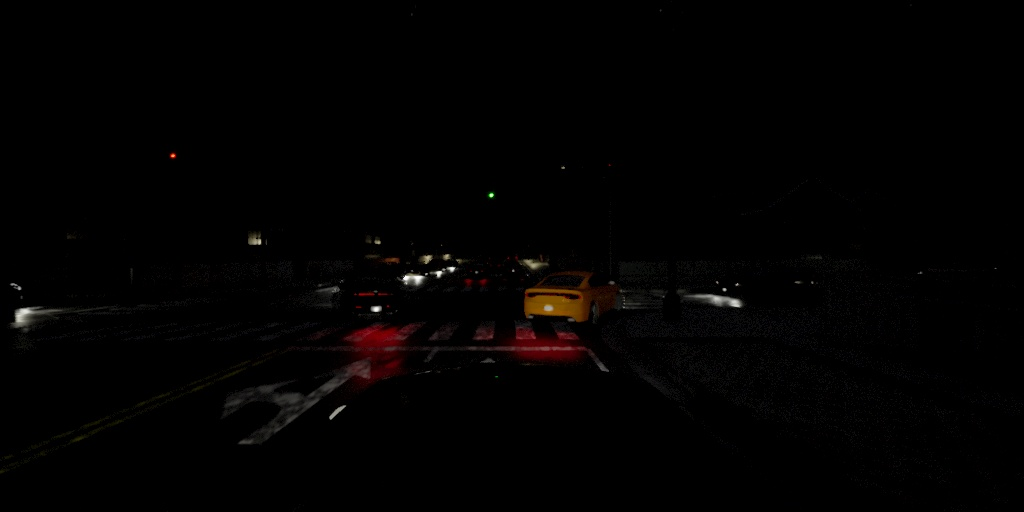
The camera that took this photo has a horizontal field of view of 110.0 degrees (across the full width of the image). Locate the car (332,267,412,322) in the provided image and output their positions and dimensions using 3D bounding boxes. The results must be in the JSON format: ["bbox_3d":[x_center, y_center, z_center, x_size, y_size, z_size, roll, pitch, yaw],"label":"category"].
[{"bbox_3d":[-5.141,1.308,12.679,1.837,1.490,4.892,2,-1,-28],"label":"car"}]

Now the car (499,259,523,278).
[{"bbox_3d":[0.104,1.286,33.898,1.994,1.385,4.181,0,0,0],"label":"car"}]

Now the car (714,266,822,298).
[{"bbox_3d":[12.852,1.210,17.498,5.357,1.411,2.033,0,0,-5],"label":"car"}]

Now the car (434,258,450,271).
[{"bbox_3d":[-9.803,1.108,46.970,1.882,1.535,5.008,0,1,0],"label":"car"}]

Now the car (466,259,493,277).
[{"bbox_3d":[-3.146,1.247,34.256,1.812,1.442,4.674,0,0,0],"label":"car"}]

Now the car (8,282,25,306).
[{"bbox_3d":[-22.558,1.285,14.212,4.553,1.767,2.097,0,0,2],"label":"car"}]

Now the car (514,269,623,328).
[{"bbox_3d":[2.167,1.226,11.707,1.882,1.535,5.008,-1,0,29],"label":"car"}]

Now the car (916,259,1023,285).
[{"bbox_3d":[22.828,0.935,17.741,4.553,1.767,2.097,0,0,-2],"label":"car"}]

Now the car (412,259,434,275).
[{"bbox_3d":[-9.840,1.274,37.362,1.994,1.385,4.181,0,0,0],"label":"car"}]

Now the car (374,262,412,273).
[{"bbox_3d":[-9.841,1.222,28.179,2.128,1.511,4.902,0,0,0],"label":"car"}]

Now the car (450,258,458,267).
[{"bbox_3d":[-9.742,1.052,56.774,1.994,1.385,4.181,0,1,0],"label":"car"}]
